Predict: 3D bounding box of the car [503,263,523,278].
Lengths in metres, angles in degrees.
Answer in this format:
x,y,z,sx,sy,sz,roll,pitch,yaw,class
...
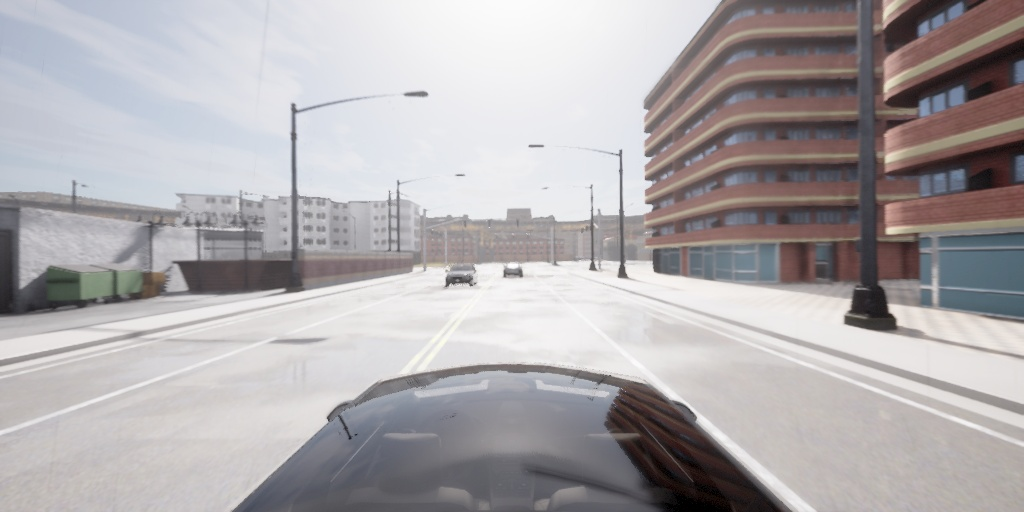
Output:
x,y,z,sx,sy,sz,roll,pitch,yaw,class
0.095,1.351,35.069,1.994,1.385,4.181,-1,0,0,car

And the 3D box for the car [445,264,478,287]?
x,y,z,sx,sy,sz,roll,pitch,yaw,class
-3.485,1.313,25.255,1.837,1.490,4.892,-1,0,0,car
